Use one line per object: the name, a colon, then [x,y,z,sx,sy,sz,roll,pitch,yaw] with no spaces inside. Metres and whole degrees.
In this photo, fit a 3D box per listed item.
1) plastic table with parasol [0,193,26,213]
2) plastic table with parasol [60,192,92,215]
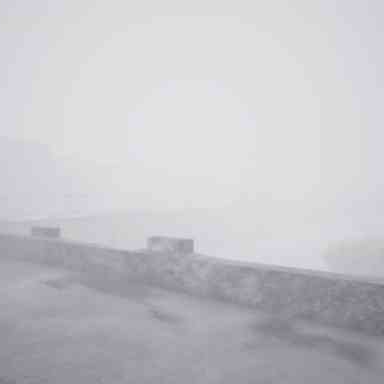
plastic table with parasol: [-23.923,1.410,44.288,2.482,2.480,2.482,-1,0,36]
plastic table with parasol: [-13.309,1.280,38.299,2.482,2.480,2.482,-1,0,36]
